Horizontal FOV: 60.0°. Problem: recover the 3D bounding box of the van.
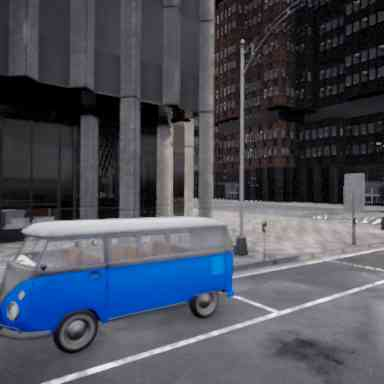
[{"bbox_3d":[-1.091,1.364,5.873,3.998,1.788,1.690,1,0,-36],"label":"van"}]
